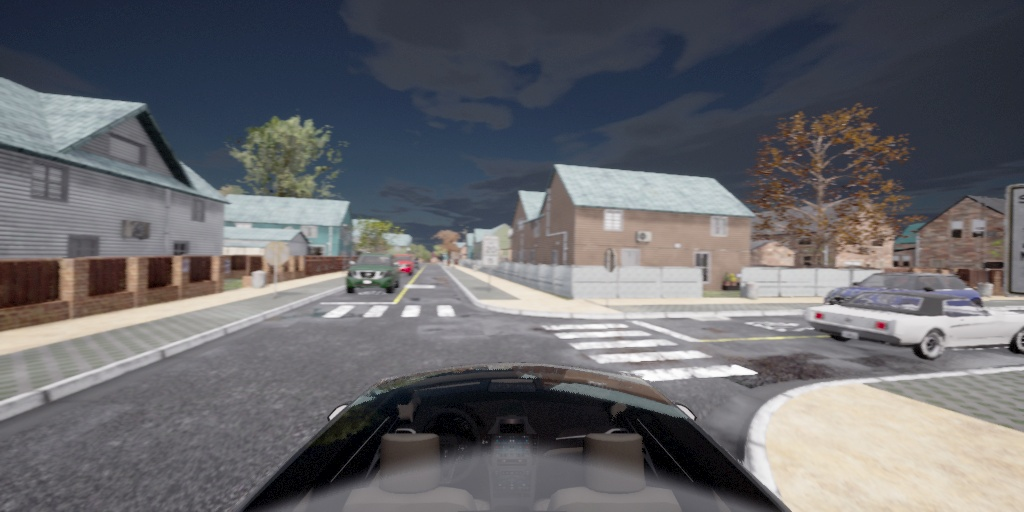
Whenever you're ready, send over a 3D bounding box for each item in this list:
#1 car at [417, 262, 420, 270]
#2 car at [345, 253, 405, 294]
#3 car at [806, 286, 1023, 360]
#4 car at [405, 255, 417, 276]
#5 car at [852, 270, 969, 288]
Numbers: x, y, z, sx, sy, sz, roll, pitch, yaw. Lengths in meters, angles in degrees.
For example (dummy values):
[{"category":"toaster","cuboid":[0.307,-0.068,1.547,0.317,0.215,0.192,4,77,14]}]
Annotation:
[{"category":"car","cuboid":[-14.725,1.271,53.091,1.994,1.385,4.181,2,-1,-12]},{"category":"car","cuboid":[-7.326,0.853,19.408,2.150,2.045,5.566,2,0,-12]},{"category":"car","cuboid":[9.702,1.513,8.470,4.718,1.301,1.895,1,0,-13]},{"category":"car","cuboid":[-10.834,0.861,35.209,2.150,2.045,5.566,2,-1,-12]},{"category":"car","cuboid":[13.126,1.340,12.157,4.553,1.767,2.097,1,0,-13]}]
